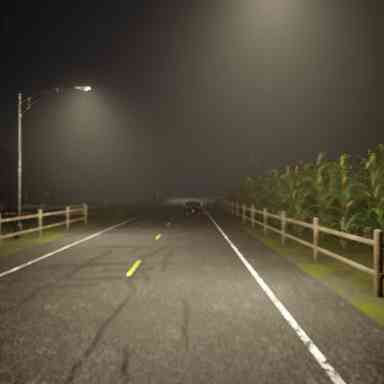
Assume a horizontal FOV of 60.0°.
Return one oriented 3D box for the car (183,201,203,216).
[{"bbox_3d":[0.102,1.640,34.078,1.882,1.535,5.008,0,0,0],"label":"car"}]
